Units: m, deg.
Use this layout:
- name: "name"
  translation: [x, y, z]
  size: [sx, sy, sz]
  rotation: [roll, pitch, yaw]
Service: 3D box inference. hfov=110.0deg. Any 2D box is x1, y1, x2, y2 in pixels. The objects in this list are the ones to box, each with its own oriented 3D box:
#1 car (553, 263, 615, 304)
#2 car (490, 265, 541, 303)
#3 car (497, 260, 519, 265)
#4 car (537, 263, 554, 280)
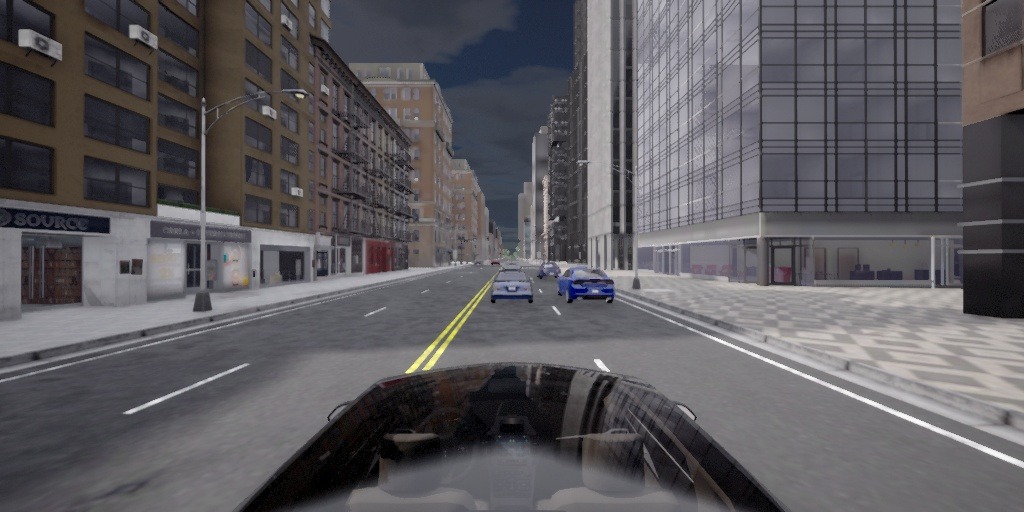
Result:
- name: "car"
  translation: [3.250, 1.235, 16.500]
  size: [1.882, 1.535, 5.008]
  rotation: [0, 0, 0]
- name: "car"
  translation: [0.000, 1.314, 16.500]
  size: [2.033, 1.411, 5.357]
  rotation: [0, 0, 0]
- name: "car"
  translation: [0.000, 1.320, 31.500]
  size: [2.033, 1.411, 5.357]
  rotation: [0, 0, 0]
- name: "car"
  translation: [3.250, 1.290, 31.500]
  size: [1.812, 1.442, 4.674]
  rotation: [0, 0, 0]
